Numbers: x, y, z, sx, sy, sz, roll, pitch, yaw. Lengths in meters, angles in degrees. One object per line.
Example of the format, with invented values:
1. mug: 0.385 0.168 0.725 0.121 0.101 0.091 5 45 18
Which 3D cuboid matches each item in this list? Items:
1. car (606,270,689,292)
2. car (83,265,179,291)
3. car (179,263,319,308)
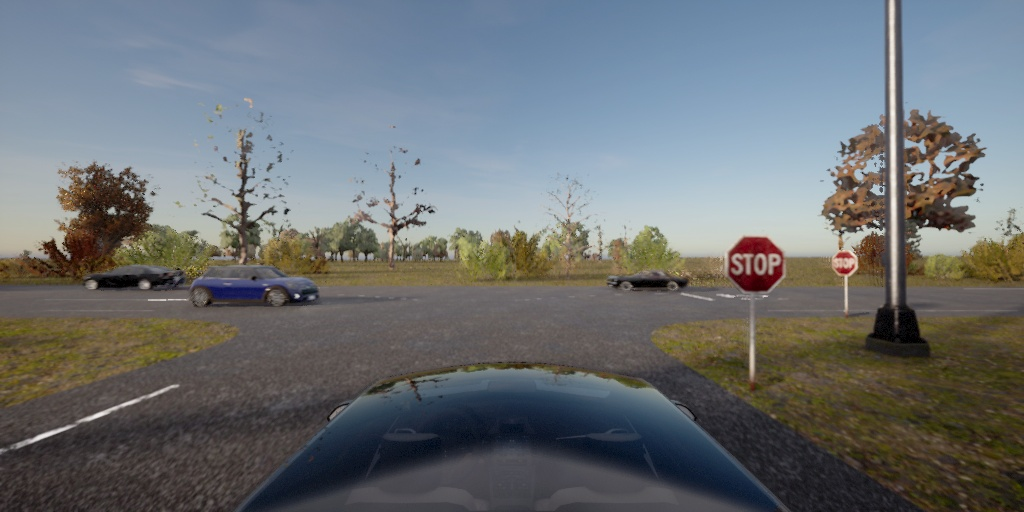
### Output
1. car: 8.501 1.582 22.844 4.718 1.301 1.895 0 0 -2
2. car: -23.091 1.306 22.006 5.008 1.535 1.882 0 0 -2
3. car: -10.864 1.192 15.359 4.553 1.767 2.097 0 0 -2
